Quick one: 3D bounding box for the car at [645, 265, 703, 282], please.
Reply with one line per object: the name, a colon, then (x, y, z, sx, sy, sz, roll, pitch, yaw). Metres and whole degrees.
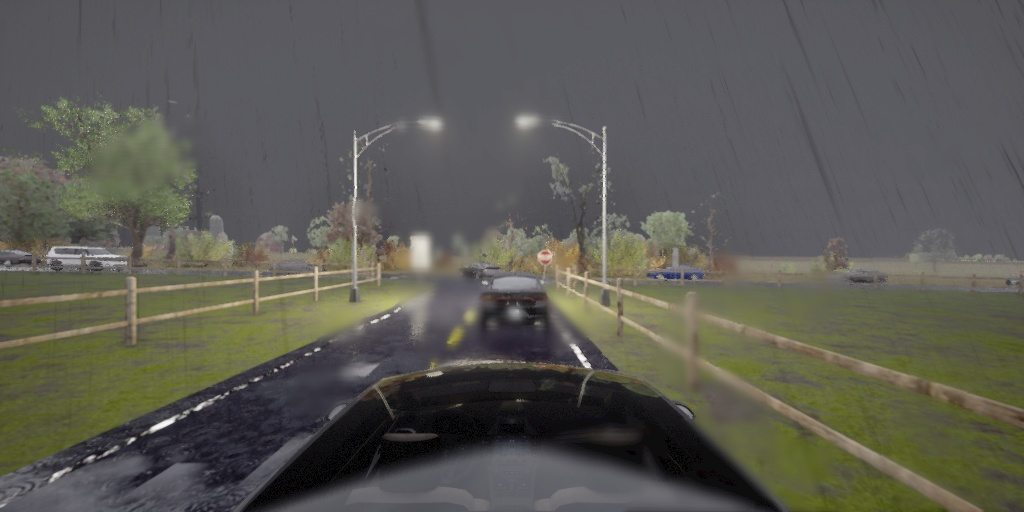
car: (15.044, 1.552, 33.383, 5.008, 1.535, 1.882, 1, 1, 0)

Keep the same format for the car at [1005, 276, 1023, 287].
car: (49.065, 2.298, 33.297, 4.902, 1.511, 2.128, 1, 1, 0)

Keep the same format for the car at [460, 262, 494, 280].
car: (-2.562, 1.224, 28.637, 2.128, 1.511, 4.902, 0, 0, -31)

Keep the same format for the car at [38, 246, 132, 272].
car: (-35.814, 0.233, 30.420, 5.566, 2.045, 2.150, 1, 1, 0)

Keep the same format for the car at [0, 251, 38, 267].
car: (-46.947, 0.238, 33.318, 4.892, 1.490, 1.837, 1, 1, 0)

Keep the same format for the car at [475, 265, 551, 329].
car: (0.092, 1.224, 11.206, 1.882, 1.535, 5.008, 0, 0, 0)

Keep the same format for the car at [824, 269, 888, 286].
car: (31.979, 1.926, 33.385, 4.902, 1.511, 2.128, 1, 1, 0)

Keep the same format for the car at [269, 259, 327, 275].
car: (-18.077, 0.962, 30.425, 4.181, 1.385, 1.994, 1, 1, 0)
